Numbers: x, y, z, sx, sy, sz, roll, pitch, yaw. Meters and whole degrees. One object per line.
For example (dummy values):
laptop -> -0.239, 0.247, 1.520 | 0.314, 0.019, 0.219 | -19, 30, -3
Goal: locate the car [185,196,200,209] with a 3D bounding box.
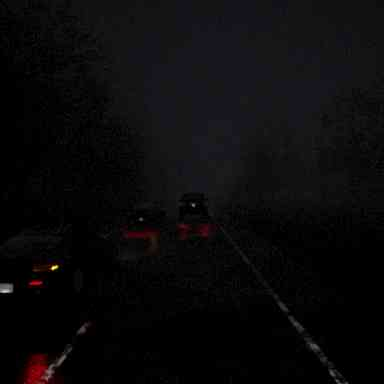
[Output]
car -> 0.078, 1.265, 42.159 | 1.812, 1.442, 4.674 | 0, 1, 0

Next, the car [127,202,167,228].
car -> -2.737, 1.346, 20.993 | 1.882, 1.535, 5.008 | 0, 0, 2

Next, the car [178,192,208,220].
car -> 0.099, 1.053, 26.489 | 2.150, 2.045, 5.566 | 0, 0, 0

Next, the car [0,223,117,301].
car -> -3.180, 1.474, 8.054 | 1.812, 1.442, 4.674 | 0, 0, 1
